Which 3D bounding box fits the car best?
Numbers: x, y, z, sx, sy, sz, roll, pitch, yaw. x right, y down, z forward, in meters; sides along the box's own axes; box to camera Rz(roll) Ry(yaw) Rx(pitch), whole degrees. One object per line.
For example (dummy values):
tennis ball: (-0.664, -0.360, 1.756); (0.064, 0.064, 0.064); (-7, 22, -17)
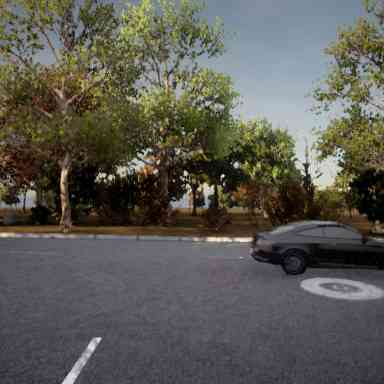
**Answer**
car: (4.039, 1.583, 9.789); (4.674, 1.442, 1.812); (1, -1, 0)
